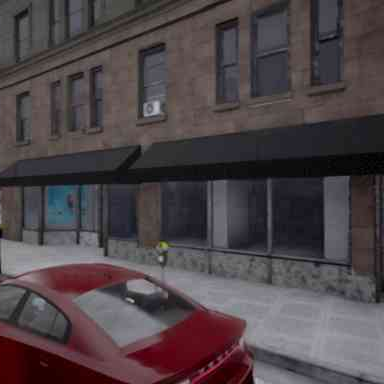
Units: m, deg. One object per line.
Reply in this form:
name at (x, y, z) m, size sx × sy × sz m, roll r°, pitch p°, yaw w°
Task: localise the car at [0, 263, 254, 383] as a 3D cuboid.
car at (-1.511, 1.546, 3.943) m, size 4.507 × 1.381 × 1.887 m, roll 0°, pitch 0°, yaw 36°
